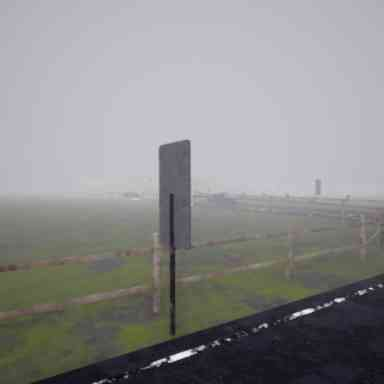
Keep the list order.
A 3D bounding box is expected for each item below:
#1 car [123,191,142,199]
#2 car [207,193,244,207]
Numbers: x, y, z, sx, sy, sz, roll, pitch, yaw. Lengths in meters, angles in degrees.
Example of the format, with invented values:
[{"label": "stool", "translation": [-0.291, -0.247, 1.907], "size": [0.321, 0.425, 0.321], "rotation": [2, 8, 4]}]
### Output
[{"label": "car", "translation": [-10.146, 0.470, 56.523], "size": [1.994, 1.385, 4.181], "rotation": [0, 1, -35]}, {"label": "car", "translation": [3.665, 0.824, 37.024], "size": [2.128, 1.511, 4.902], "rotation": [0, 1, -35]}]
